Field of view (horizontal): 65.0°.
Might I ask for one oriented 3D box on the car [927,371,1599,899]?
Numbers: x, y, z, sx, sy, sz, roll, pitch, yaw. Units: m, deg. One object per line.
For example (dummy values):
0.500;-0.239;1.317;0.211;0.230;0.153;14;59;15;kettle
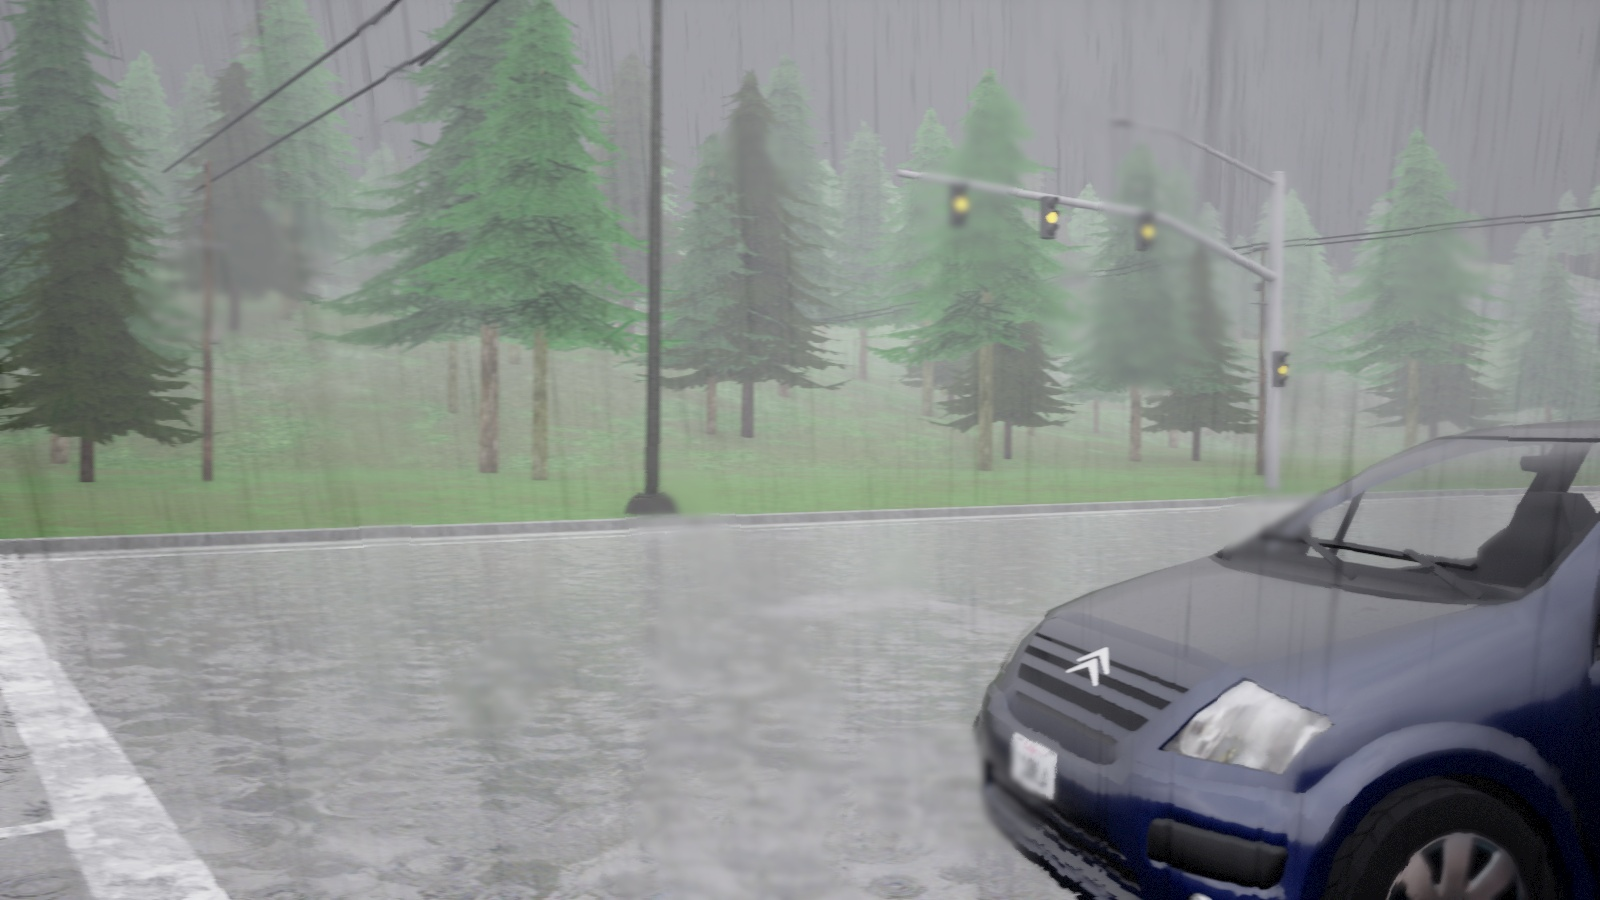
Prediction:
2.624;0.596;4.133;3.988;1.617;1.851;-1;1;-14;car
